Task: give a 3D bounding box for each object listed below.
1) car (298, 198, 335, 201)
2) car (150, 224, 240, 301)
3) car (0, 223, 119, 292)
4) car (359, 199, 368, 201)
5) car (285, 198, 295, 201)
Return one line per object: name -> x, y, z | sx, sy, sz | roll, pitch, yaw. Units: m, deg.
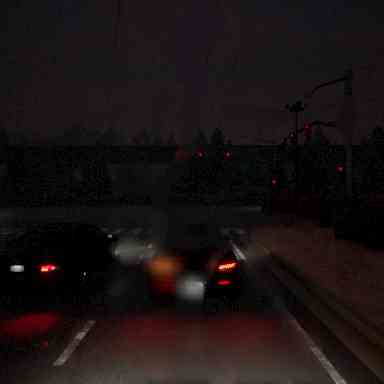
car -> 16.916, 1.491, 43.320 | 4.902, 1.511, 2.128 | 0, 0, 0
car -> 0.071, 1.526, 8.207 | 1.812, 1.442, 4.674 | 0, 0, 0
car -> -3.421, 1.547, 9.028 | 2.033, 1.411, 5.357 | 0, 0, 0
car -> 23.225, 1.601, 46.793 | 4.718, 1.301, 1.895 | 0, 0, 0
car -> 14.117, 1.526, 46.834 | 4.674, 1.442, 1.812 | 0, 0, 2
